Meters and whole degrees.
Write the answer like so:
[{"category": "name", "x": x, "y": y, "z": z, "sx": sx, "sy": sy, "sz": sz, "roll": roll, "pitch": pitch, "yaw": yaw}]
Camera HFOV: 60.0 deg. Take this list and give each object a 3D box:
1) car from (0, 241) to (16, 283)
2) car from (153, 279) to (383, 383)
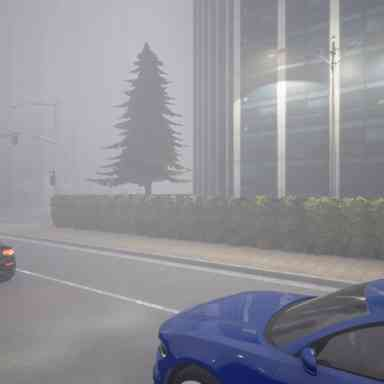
[{"category": "car", "x": -6.228, "y": 1.526, "z": 8.390, "sx": 4.674, "sy": 1.442, "sz": 1.812, "roll": 0, "pitch": 0, "yaw": 36}, {"category": "car", "x": 1.900, "y": 1.478, "z": 2.639, "sx": 5.008, "sy": 1.535, "sz": 1.882, "roll": 0, "pitch": 0, "yaw": 36}]
